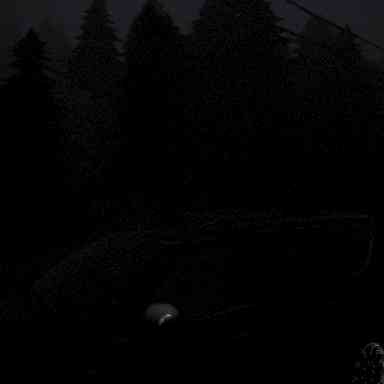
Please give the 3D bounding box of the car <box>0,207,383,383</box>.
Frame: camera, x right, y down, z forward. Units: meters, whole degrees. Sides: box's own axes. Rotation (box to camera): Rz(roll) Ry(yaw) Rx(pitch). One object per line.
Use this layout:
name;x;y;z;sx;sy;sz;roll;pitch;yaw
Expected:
car;-0.102;1.219;3.316;5.566;2.045;2.150;0;0;-33
